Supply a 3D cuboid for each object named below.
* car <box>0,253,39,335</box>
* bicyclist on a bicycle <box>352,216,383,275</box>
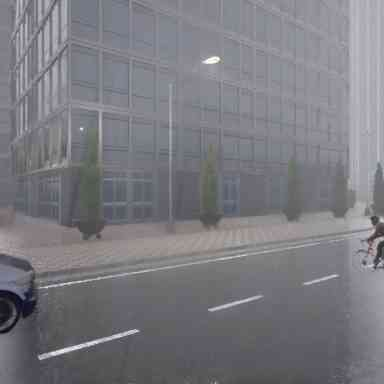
[{"bbox_3d":[-4.705,1.564,5.237,4.181,1.385,1.994,0,0,-31],"label":"car"},{"bbox_3d":[4.997,1.455,8.742,0.582,1.620,1.656,0,-2,-37],"label":"bicyclist on a bicycle"}]
